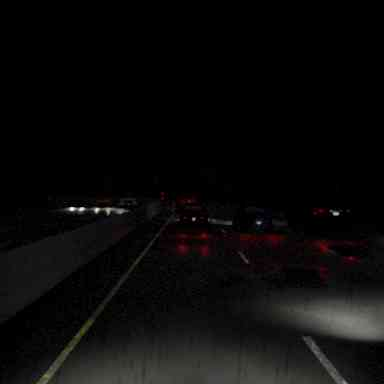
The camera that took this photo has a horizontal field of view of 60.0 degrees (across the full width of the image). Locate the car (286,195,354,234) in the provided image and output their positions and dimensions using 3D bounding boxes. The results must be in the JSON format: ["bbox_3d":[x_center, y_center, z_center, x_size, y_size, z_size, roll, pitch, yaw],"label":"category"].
[{"bbox_3d":[7.099,1.174,19.064,2.150,2.045,5.566,0,0,0],"label":"car"}]

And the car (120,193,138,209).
[{"bbox_3d":[-8.396,1.159,44.420,2.150,2.045,5.566,0,0,-10],"label":"car"}]

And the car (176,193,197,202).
[{"bbox_3d":[-0.615,1.158,40.163,2.150,2.045,5.566,0,0,-6],"label":"car"}]

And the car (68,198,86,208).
[{"bbox_3d":[-15.846,1.514,46.115,1.994,1.385,4.181,0,0,-11],"label":"car"}]

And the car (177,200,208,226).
[{"bbox_3d":[0.097,1.475,22.567,1.812,1.442,4.674,0,0,0],"label":"car"}]

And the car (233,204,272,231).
[{"bbox_3d":[3.598,1.477,20.193,1.812,1.442,4.674,0,0,0],"label":"car"}]

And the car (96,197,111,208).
[{"bbox_3d":[-12.362,1.423,46.579,1.882,1.535,5.008,0,0,-11],"label":"car"}]
